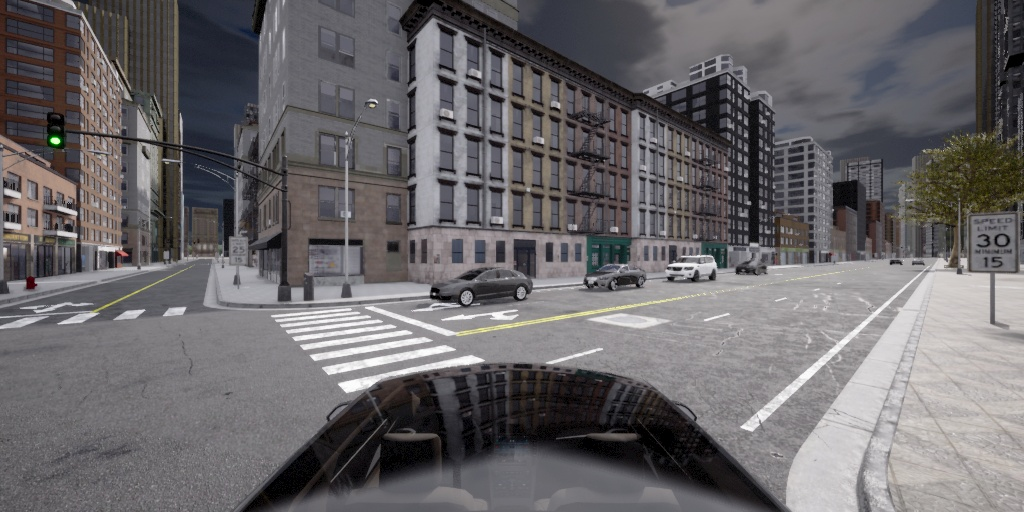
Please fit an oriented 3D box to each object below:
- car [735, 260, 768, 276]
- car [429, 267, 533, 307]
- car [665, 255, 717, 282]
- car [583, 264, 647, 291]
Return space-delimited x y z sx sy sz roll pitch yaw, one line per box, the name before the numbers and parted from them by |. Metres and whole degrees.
car | 25.388 1.210 37.946 5.008 1.535 1.882 0 0 -40
car | -1.230 1.264 15.804 4.892 1.490 1.837 0 0 -40
car | 14.624 0.963 29.057 5.566 2.045 2.150 0 0 -40
car | 6.434 1.243 22.206 4.902 1.511 2.128 0 0 -40
